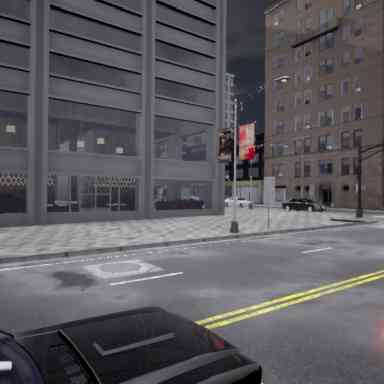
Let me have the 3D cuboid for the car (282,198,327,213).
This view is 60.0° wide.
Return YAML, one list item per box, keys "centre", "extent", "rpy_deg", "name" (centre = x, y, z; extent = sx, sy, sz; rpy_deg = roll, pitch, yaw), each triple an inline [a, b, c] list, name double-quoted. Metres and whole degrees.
- centre: [11.935, 1.402, 35.605]
  extent: [1.837, 1.490, 4.892]
  rpy_deg: [1, 0, -35]
  name: "car"

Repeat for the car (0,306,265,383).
- centre: [-1.674, 1.601, 2.197]
  extent: [4.718, 1.301, 1.895]
  rpy_deg: [0, 0, -35]
  name: "car"

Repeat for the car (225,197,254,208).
- centre: [6.072, 1.380, 43.931]
  extent: [1.812, 1.442, 4.674]
  rpy_deg: [1, 0, -35]
  name: "car"
